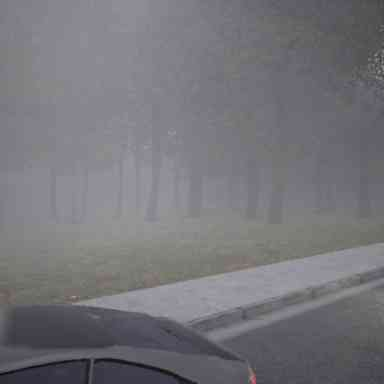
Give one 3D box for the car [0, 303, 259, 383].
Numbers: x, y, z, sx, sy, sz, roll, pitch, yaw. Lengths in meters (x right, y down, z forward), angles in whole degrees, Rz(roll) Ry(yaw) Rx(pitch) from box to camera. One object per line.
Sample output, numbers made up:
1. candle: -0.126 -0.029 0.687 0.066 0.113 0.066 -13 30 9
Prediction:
1. car: -1.463 1.564 2.026 4.181 1.385 1.994 0 0 -36
